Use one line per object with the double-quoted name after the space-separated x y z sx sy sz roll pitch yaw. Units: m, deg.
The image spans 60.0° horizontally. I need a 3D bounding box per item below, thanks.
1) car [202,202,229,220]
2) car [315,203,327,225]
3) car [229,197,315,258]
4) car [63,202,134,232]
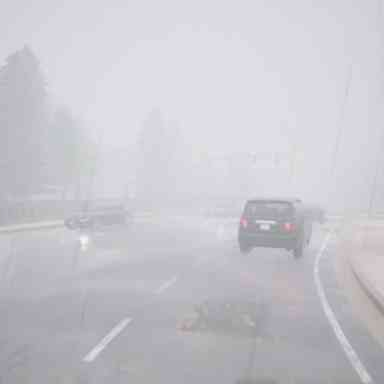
2.568 1.558 28.149 1.895 1.301 4.718 1 0 26 "car"
8.834 1.500 24.673 1.882 1.535 5.008 1 0 25 "car"
3.415 1.221 13.142 2.150 2.045 5.566 1 0 23 "car"
-5.358 1.410 19.753 1.837 1.490 4.892 1 0 25 "car"
